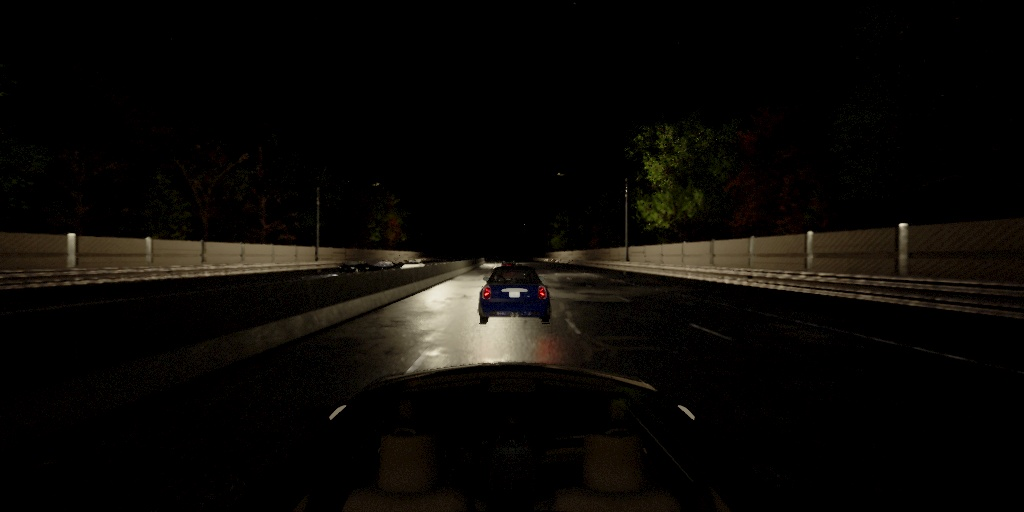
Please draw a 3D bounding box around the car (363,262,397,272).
[{"bbox_3d":[-14.518,1.349,40.185,1.895,1.301,4.718,0,0,-1],"label":"car"}]

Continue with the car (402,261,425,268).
[{"bbox_3d":[-11.020,1.274,40.353,1.812,1.442,4.674,0,0,-1],"label":"car"}]

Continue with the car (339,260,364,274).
[{"bbox_3d":[-18.040,1.225,41.186,1.882,1.535,5.008,0,0,-1],"label":"car"}]

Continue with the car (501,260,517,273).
[{"bbox_3d":[-0.420,1.255,44.299,1.837,1.490,4.892,0,0,-1],"label":"car"}]

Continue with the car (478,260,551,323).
[{"bbox_3d":[0.060,1.102,12.198,2.097,1.767,4.553,0,0,0],"label":"car"}]
